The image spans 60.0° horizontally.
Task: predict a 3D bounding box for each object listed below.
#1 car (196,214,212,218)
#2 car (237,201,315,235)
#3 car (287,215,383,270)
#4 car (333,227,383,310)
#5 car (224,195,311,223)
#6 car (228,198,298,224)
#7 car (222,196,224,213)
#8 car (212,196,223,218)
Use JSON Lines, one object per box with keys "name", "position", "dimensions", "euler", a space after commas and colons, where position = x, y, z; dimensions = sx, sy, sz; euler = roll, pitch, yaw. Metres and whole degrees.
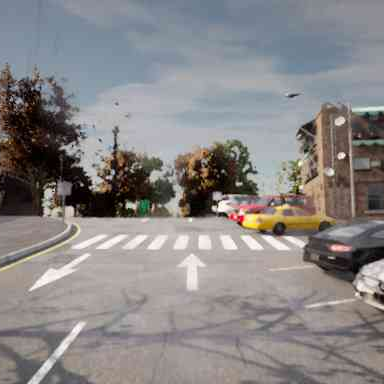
{"name": "car", "position": [2.548, 4.026, 50.750], "dimensions": [1.895, 1.301, 4.718], "euler": [-4, -8, 36]}
{"name": "car", "position": [5.473, 1.468, 18.438], "dimensions": [5.366, 1.575, 1.946], "euler": [1, 0, -20]}
{"name": "car", "position": [5.316, 1.517, 9.318], "dimensions": [4.674, 1.452, 2.002], "euler": [1, 0, -20]}
{"name": "car", "position": [5.320, 1.520, 6.289], "dimensions": [4.674, 1.452, 2.002], "euler": [1, 0, -20]}
{"name": "car", "position": [5.256, 1.214, 21.386], "dimensions": [5.566, 2.045, 2.435], "euler": [1, 0, -21]}
{"name": "car", "position": [5.216, 1.337, 24.437], "dimensions": [4.553, 1.767, 2.185], "euler": [1, -1, -21]}
{"name": "car", "position": [5.227, 1.372, 27.461], "dimensions": [4.553, 1.767, 2.185], "euler": [2, -3, -21]}
{"name": "car", "position": [5.133, 1.362, 30.414], "dimensions": [5.566, 2.045, 2.435], "euler": [2, -5, -20]}
